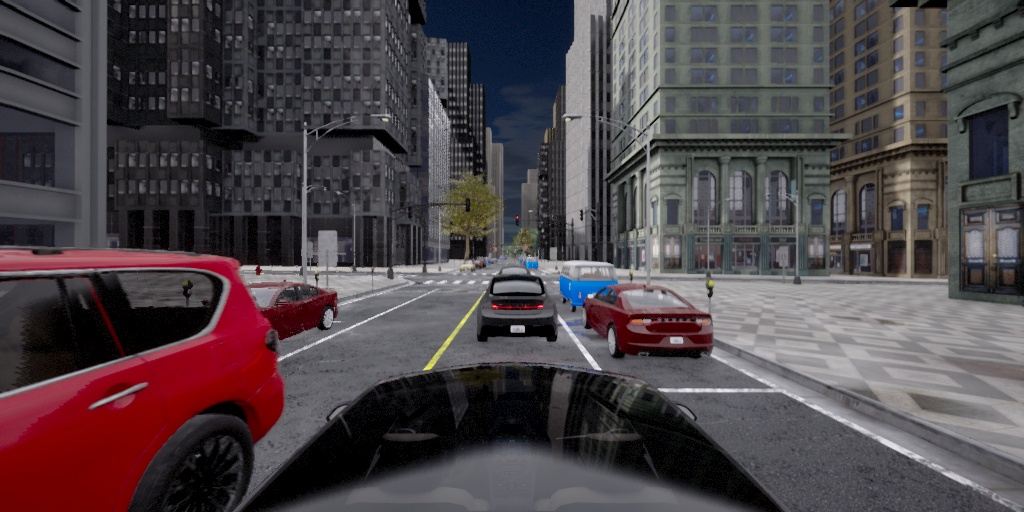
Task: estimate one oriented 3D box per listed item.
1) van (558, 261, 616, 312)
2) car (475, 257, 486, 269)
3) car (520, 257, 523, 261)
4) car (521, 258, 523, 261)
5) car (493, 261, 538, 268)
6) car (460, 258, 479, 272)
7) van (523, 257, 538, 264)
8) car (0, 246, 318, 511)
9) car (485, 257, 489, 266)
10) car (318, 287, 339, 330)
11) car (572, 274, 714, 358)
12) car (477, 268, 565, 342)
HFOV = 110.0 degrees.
[{"bbox_3d":[2.803,1.089,13.823,1.690,1.789,3.998,0,0,0],"label":"van"},{"bbox_3d":[-5.640,1.308,57.008,1.888,1.381,4.507,0,0,0],"label":"car"},{"bbox_3d":[2.897,1.312,62.633,1.888,1.381,4.507,0,0,0],"label":"car"},{"bbox_3d":[2.886,1.329,57.220,1.948,1.339,4.313,0,0,0],"label":"car"},{"bbox_3d":[0.134,1.226,18.950,1.882,1.535,5.008,0,0,0],"label":"car"},{"bbox_3d":[-5.670,1.282,46.258,1.751,1.417,4.829,0,0,0],"label":"car"},{"bbox_3d":[2.874,1.100,51.807,1.690,1.789,3.998,0,0,0],"label":"van"},{"bbox_3d":[-3.090,0.970,0.865,2.150,2.045,5.566,0,0,0],"label":"car"},{"bbox_3d":[-5.628,1.082,62.297,2.192,1.841,5.009,0,0,0],"label":"car"},{"bbox_3d":[-5.765,1.294,8.335,1.888,1.381,4.507,0,0,0],"label":"car"},{"bbox_3d":[2.790,1.294,8.298,1.888,1.381,4.507,0,0,0],"label":"car"},{"bbox_3d":[0.119,1.253,9.774,1.837,1.490,4.892,0,0,0],"label":"car"}]
